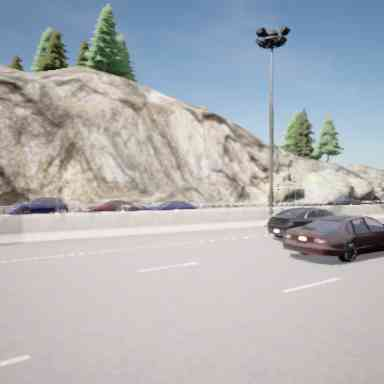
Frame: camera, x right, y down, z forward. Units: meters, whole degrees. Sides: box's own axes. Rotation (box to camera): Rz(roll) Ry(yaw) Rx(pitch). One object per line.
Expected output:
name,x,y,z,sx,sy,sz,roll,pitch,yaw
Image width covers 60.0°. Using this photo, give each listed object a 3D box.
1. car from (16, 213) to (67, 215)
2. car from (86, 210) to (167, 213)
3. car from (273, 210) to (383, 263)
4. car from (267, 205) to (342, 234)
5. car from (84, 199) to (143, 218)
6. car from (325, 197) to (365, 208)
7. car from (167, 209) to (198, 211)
car,-13.144,1.211,28.832,4.553,1.767,2.097,0,0,-34
car,-4.350,1.516,22.112,4.718,1.301,1.895,0,0,-33
car,5.655,1.533,11.911,5.357,1.411,2.033,0,0,-32
car,5.797,1.479,15.904,4.892,1.490,1.837,0,-1,-31
car,-6.761,1.411,28.846,4.674,1.442,1.812,0,0,-32
car,21.956,1.495,47.673,5.357,1.411,2.033,0,0,-22
car,-1.673,1.434,27.893,4.674,1.442,1.812,0,0,-31
